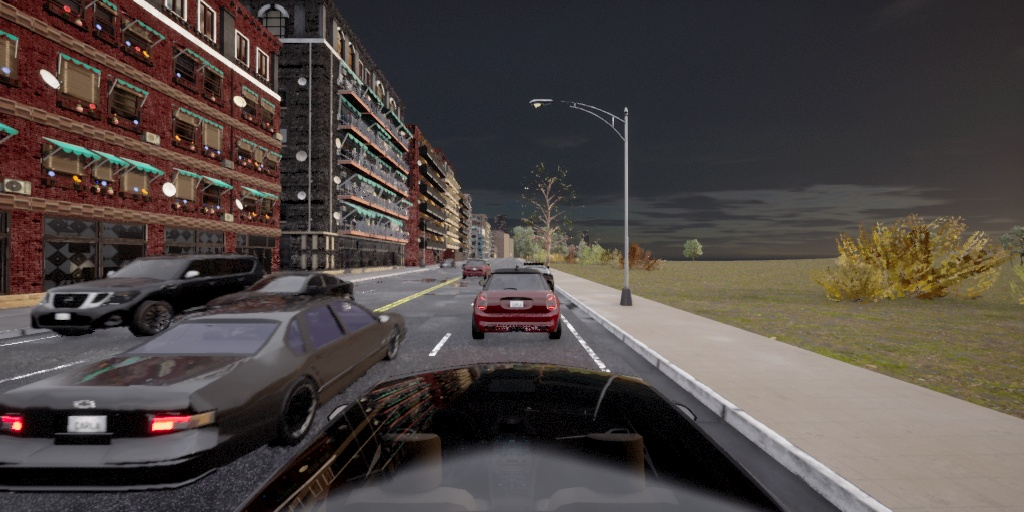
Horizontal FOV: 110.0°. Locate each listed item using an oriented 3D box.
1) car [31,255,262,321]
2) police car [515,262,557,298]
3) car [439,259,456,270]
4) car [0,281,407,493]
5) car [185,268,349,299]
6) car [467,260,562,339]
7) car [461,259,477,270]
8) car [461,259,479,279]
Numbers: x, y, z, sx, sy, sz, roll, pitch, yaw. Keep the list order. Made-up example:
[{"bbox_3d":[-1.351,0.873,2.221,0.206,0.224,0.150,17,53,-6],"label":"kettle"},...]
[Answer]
[{"bbox_3d":[-9.832,0.973,10.615,2.150,2.045,5.566,0,0,0],"label":"car"},{"bbox_3d":[1.174,1.177,19.689,1.930,1.638,5.238,0,0,0],"label":"police car"},{"bbox_3d":[-9.730,1.242,54.402,2.128,1.511,4.902,0,0,0],"label":"car"},{"bbox_3d":[-3.146,1.297,5.169,2.033,1.411,5.357,0,0,0],"label":"car"},{"bbox_3d":[-6.582,1.229,10.829,1.882,1.535,5.008,0,0,0],"label":"car"},{"bbox_3d":[0.113,1.103,10.194,2.097,1.767,4.553,0,0,0],"label":"car"},{"bbox_3d":[-6.481,1.255,54.168,1.837,1.490,4.892,0,0,0],"label":"car"},{"bbox_3d":[-3.087,1.104,32.246,2.097,1.767,4.553,0,0,1],"label":"car"}]
